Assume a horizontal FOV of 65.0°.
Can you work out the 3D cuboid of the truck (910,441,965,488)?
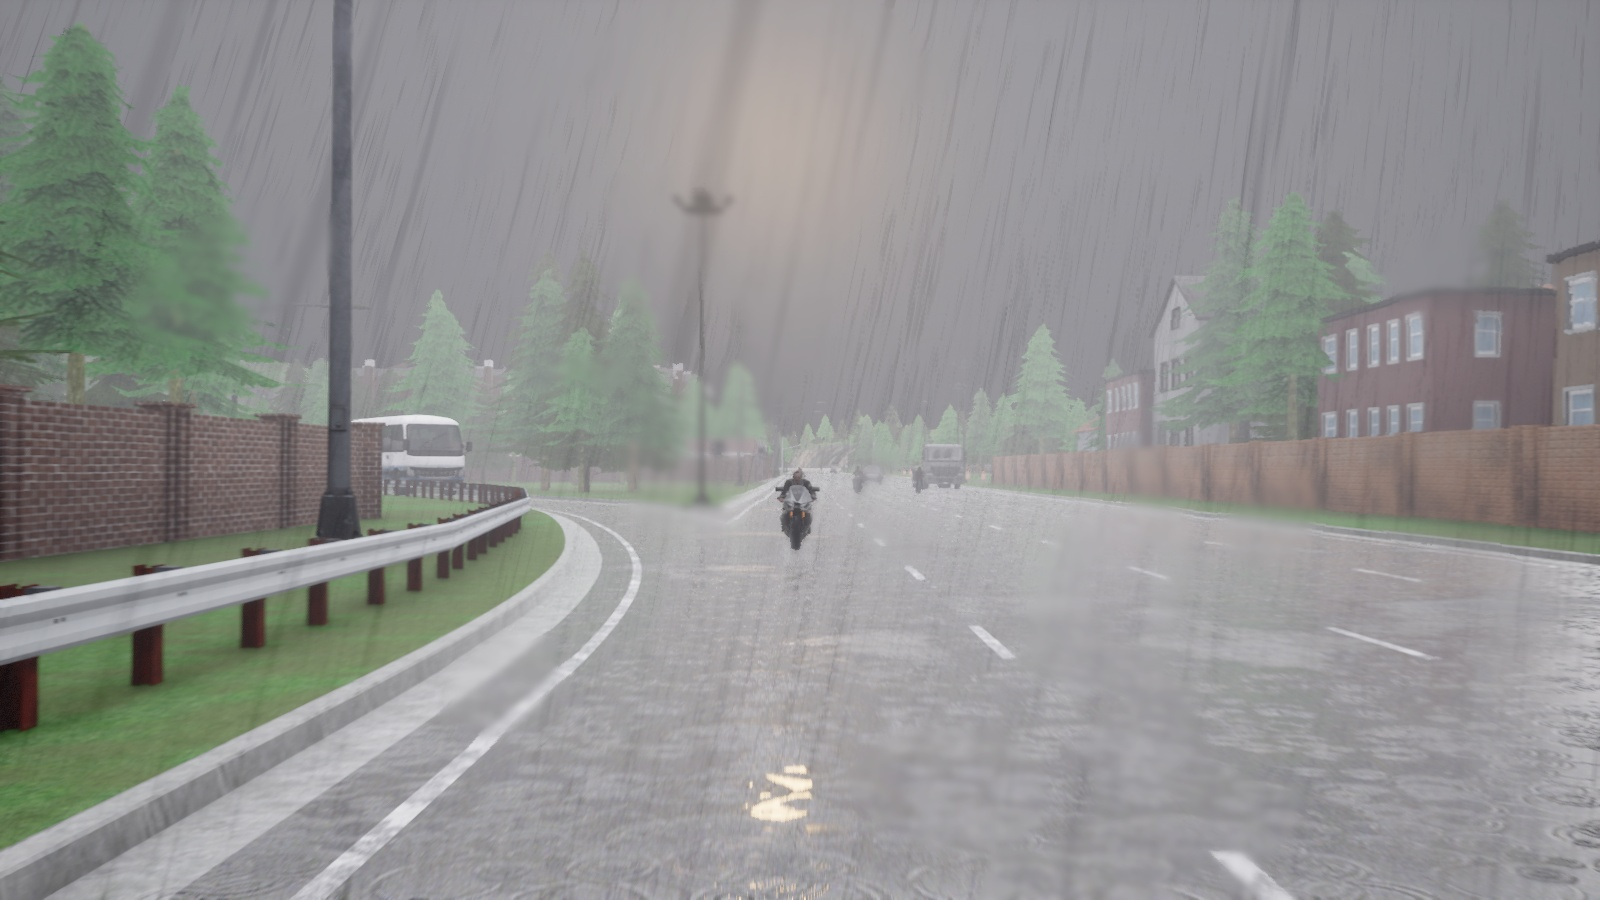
[{"bbox_3d":[10.478,1.136,96.493,2.891,3.462,7.936,0,-1,-3],"label":"truck"}]

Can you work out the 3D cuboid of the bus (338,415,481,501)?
[{"bbox_3d":[-21.224,0.468,67.760,3.944,4.253,10.273,0,-1,-38],"label":"bus"}]

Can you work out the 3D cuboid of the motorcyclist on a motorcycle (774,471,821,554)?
[{"bbox_3d":[-0.047,1.189,24.564,0.866,1.530,2.191,0,-1,0],"label":"motorcyclist on a motorcycle"}]
